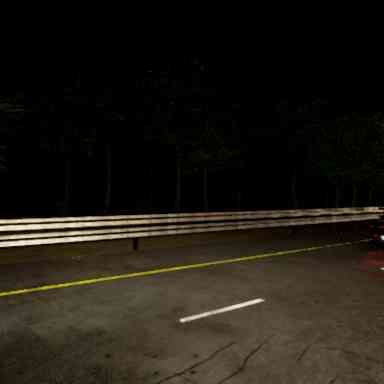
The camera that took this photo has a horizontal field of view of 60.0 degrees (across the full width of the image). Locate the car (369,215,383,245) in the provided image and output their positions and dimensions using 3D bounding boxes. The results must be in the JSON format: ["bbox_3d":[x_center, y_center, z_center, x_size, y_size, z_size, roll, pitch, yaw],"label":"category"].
[{"bbox_3d":[9.907,1.660,15.090,4.892,1.490,1.837,1,0,-35],"label":"car"}]
